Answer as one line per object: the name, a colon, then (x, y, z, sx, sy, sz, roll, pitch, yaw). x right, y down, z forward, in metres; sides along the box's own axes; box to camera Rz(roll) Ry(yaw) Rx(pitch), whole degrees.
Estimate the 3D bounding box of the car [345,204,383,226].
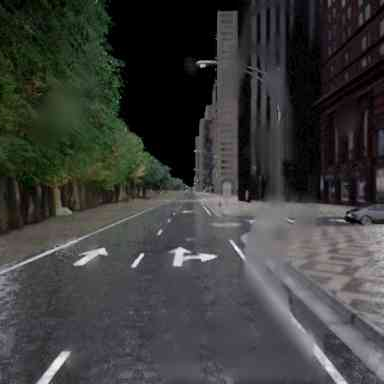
car: (12.263, 1.473, 21.682, 4.181, 1.385, 1.994, 0, 0, 0)
